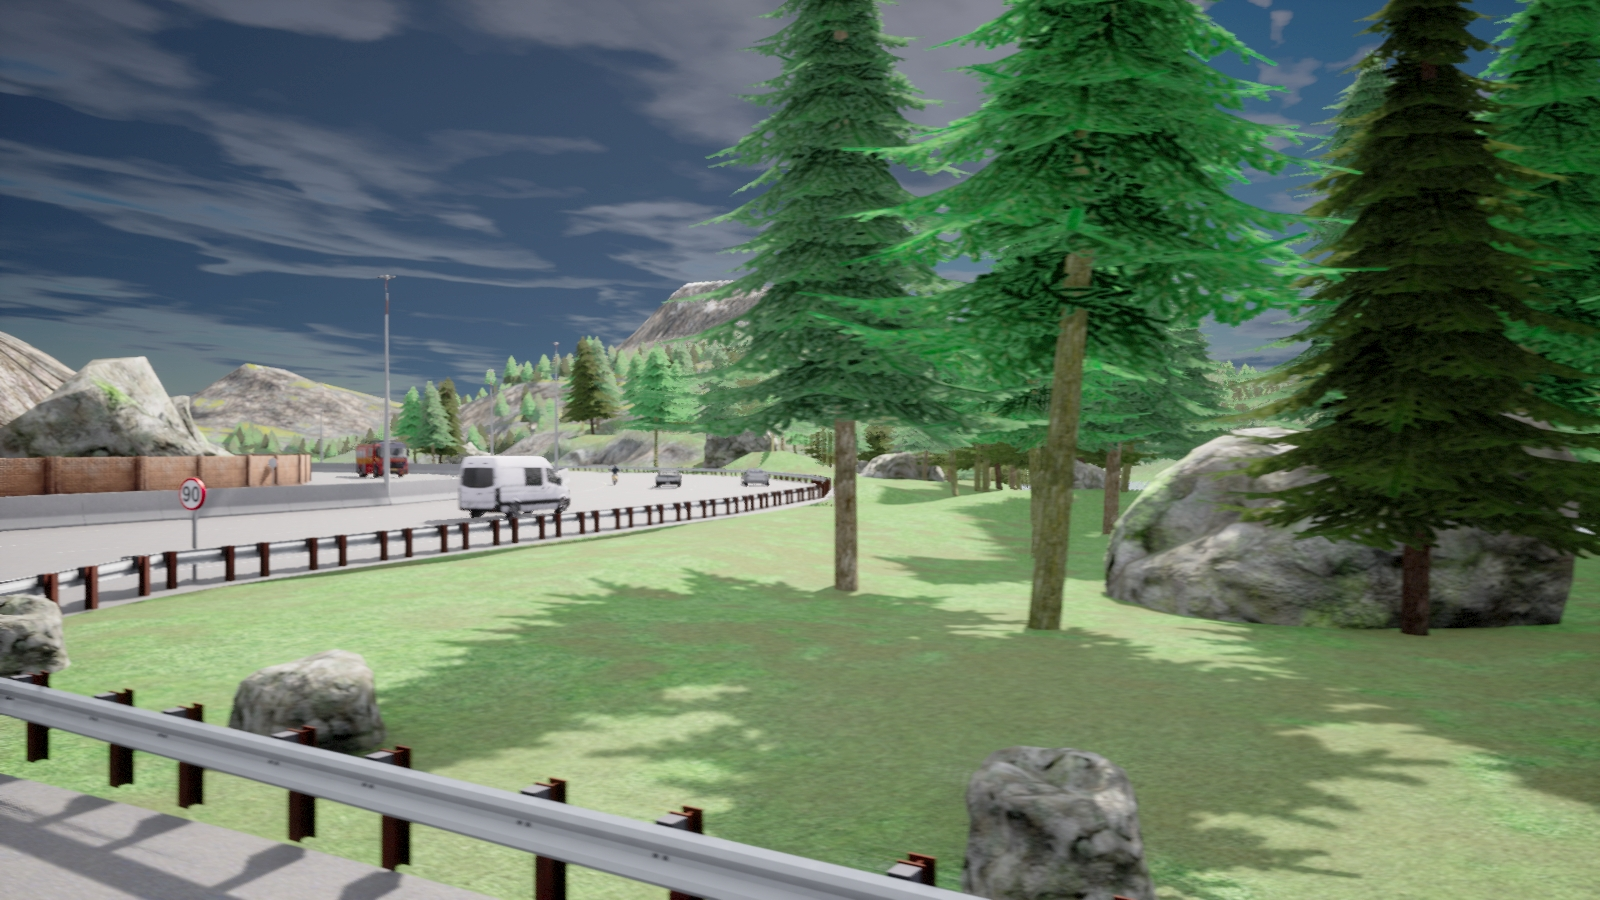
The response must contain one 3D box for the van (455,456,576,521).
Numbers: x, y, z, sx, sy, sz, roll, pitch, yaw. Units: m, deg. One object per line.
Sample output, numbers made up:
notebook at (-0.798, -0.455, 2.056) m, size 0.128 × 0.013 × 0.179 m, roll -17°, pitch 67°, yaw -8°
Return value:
van at (-11.918, 1.539, 48.406) m, size 1.988 × 2.561 × 5.915 m, roll 0°, pitch 0°, yaw 20°
